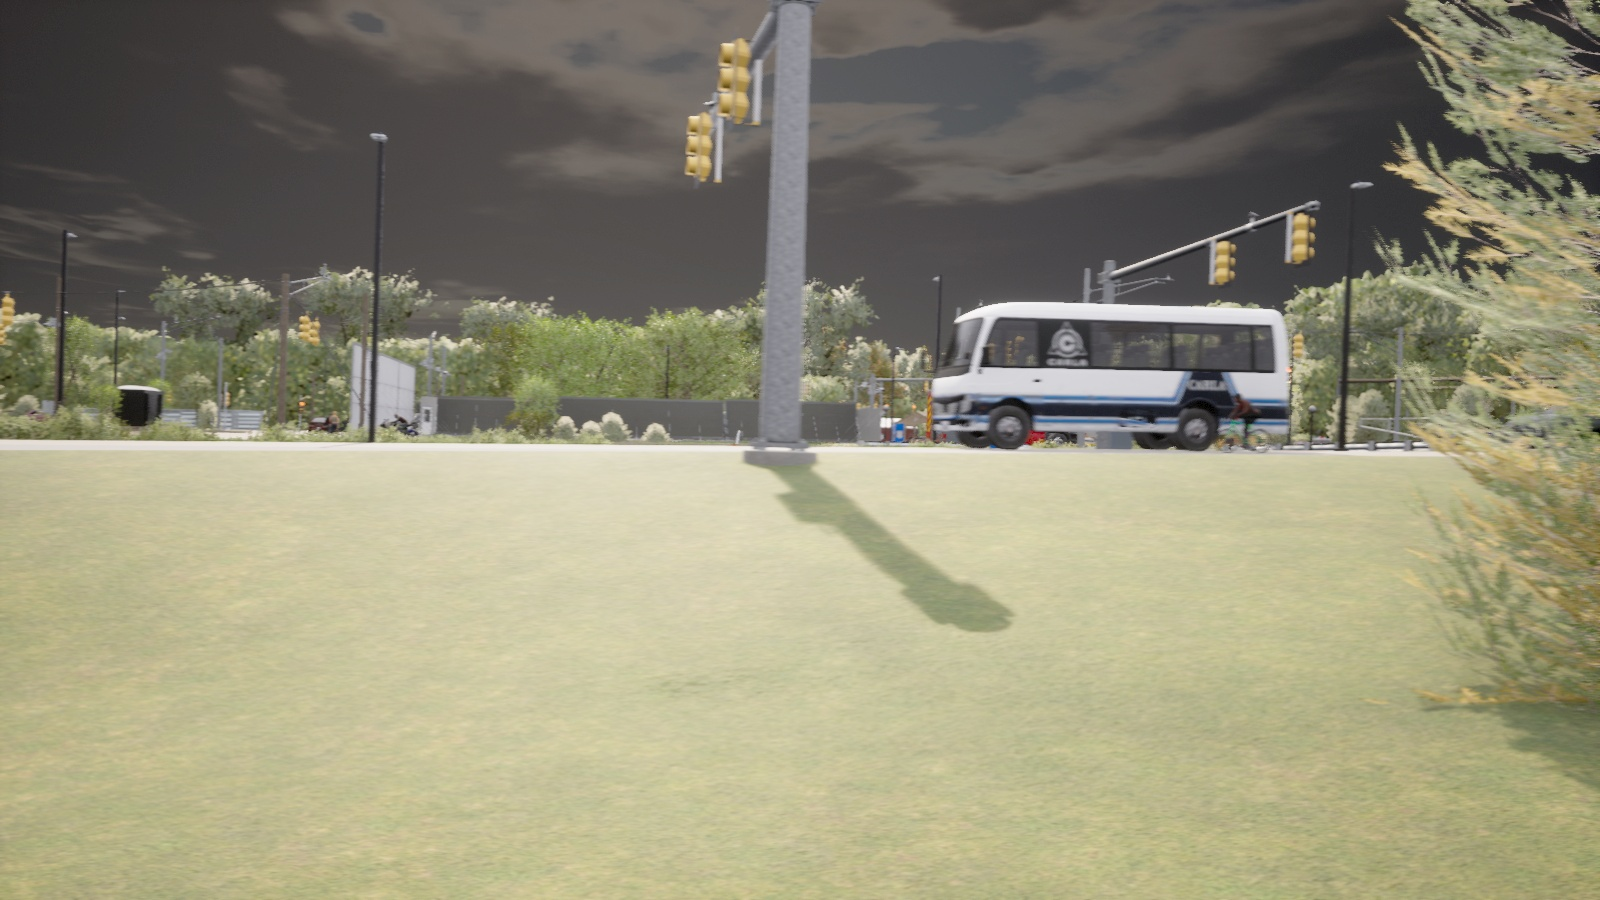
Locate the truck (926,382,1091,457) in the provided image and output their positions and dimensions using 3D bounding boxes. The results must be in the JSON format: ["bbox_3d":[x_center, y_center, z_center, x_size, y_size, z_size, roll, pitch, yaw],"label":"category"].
[{"bbox_3d":[11.517,-1.645,69.468,8.468,3.827,2.891,1,1,-14],"label":"truck"}]

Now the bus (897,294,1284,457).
[{"bbox_3d":[8.370,-2.045,36.849,10.273,4.253,3.944,1,1,-11],"label":"bus"}]

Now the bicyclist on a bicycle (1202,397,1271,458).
[{"bbox_3d":[11.808,-0.607,33.970,1.656,1.620,0.582,0,1,-11],"label":"bicyclist on a bicycle"}]
